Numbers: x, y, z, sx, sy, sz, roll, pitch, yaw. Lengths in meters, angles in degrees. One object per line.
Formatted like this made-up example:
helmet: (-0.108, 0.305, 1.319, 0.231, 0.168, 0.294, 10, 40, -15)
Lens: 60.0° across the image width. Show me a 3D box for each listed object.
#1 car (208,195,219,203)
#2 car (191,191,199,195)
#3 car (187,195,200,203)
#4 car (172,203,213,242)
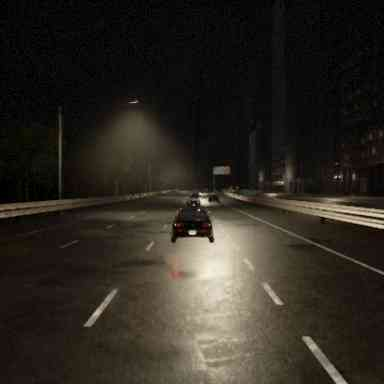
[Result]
car: (4.003, 1.239, 61.695, 1.837, 1.490, 4.892, 0, 1, 1)
car: (0.581, 1.030, 73.982, 1.837, 1.490, 4.892, 0, 1, 1)
car: (0.244, 1.451, 48.014, 1.895, 1.301, 4.718, 0, 0, 1)
car: (0.030, 1.494, 16.009, 1.812, 1.442, 4.674, 0, 0, 0)
